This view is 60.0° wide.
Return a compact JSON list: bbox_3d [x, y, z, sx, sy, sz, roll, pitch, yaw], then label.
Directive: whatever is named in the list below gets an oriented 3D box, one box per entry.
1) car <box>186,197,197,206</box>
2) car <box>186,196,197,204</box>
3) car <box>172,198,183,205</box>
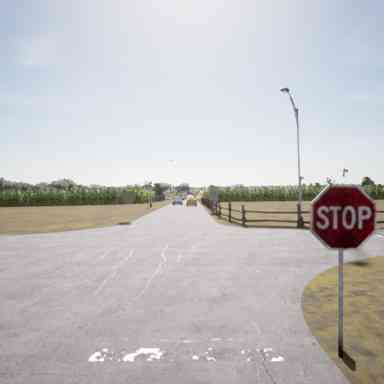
[{"bbox_3d":[-0.068,1.751,60.807,1.882,1.535,5.008,0,0,0],"label":"car"},{"bbox_3d":[-0.079,1.721,71.230,2.128,1.511,4.902,0,-1,0],"label":"car"},{"bbox_3d":[-2.823,1.837,65.392,1.812,1.442,4.674,0,0,0],"label":"car"}]
